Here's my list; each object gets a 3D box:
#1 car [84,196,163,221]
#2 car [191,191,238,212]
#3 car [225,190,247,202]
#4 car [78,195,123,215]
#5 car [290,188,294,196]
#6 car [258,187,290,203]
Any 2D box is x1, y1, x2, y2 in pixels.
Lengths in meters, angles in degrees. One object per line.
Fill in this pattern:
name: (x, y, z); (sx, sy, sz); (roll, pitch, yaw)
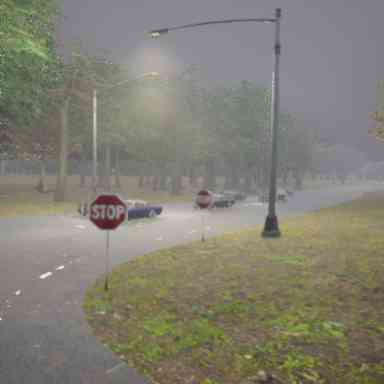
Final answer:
car: (-4.049, 1.200, 20.961); (1.895, 1.301, 4.718); (3, 3, 35)
car: (1.899, 0.910, 29.298); (1.895, 1.301, 4.718); (3, 3, 35)
car: (4.582, 0.441, 39.061); (2.033, 1.411, 5.357); (3, 3, 35)
car: (-6.014, 0.935, 24.225); (1.812, 1.442, 4.674); (3, 3, 35)
car: (14.666, -0.070, 53.012); (2.128, 1.511, 4.902); (3, 3, 35)
car: (9.711, 0.283, 40.198); (2.097, 1.767, 4.553); (3, 3, 36)
